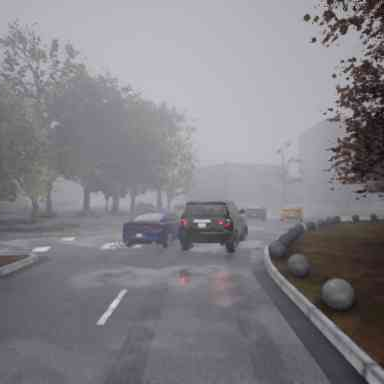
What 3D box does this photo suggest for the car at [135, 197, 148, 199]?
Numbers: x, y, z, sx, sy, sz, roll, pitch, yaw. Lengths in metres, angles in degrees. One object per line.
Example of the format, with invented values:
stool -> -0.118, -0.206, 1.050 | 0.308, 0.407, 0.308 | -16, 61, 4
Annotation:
car -> -12.380, 2.681, 86.386 | 4.792, 1.488, 2.163 | 0, -1, -15

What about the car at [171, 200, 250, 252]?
car -> 1.083, 1.360, 14.871 | 2.150, 2.045, 5.566 | -1, -1, 15

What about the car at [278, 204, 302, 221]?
car -> 9.312, 1.906, 31.663 | 1.882, 1.535, 5.008 | 0, -1, 13

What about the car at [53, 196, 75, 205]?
car -> -32.276, 2.429, 83.043 | 4.553, 1.767, 2.185 | 0, -1, -15

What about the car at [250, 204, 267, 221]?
car -> 6.099, 1.905, 31.830 | 1.882, 1.535, 5.008 | 0, -1, 15

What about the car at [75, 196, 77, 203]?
car -> -33.016, 2.575, 85.704 | 5.008, 1.535, 2.097 | 0, -1, -15

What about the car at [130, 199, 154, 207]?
car -> -8.387, 2.363, 57.300 | 1.812, 1.442, 4.674 | 1, -1, -38

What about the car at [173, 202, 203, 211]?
car -> -0.717, 2.403, 54.531 | 4.718, 1.301, 1.895 | -1, -1, 36

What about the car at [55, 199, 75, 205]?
car -> -33.712, 2.630, 88.370 | 4.674, 1.452, 2.002 | 0, 0, -15

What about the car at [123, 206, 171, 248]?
car -> -1.513, 1.628, 15.720 | 1.882, 1.535, 5.008 | 0, -1, 14
